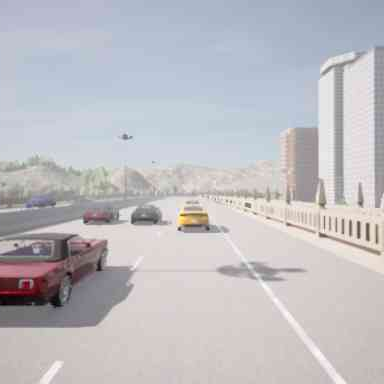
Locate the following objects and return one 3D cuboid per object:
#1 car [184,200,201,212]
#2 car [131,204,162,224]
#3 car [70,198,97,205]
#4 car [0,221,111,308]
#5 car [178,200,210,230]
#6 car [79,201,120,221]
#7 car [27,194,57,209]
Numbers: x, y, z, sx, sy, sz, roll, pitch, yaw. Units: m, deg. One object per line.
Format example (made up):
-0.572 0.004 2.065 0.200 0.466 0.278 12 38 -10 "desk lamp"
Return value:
0.089 1.663 41.097 1.994 1.385 4.181 0 0 0 "car"
-3.407 1.618 25.420 1.994 1.385 4.181 0 0 0 "car"
-14.048 1.609 42.426 1.837 1.490 4.892 0 -1 0 "car"
-3.402 1.612 7.909 1.895 1.301 4.718 0 0 0 "car"
0.094 1.521 21.408 1.882 1.535 5.008 0 0 0 "car"
-6.907 1.619 25.674 1.994 1.385 4.181 0 0 0 "car"
-21.022 1.341 46.797 2.150 2.045 5.566 0 0 0 "car"
